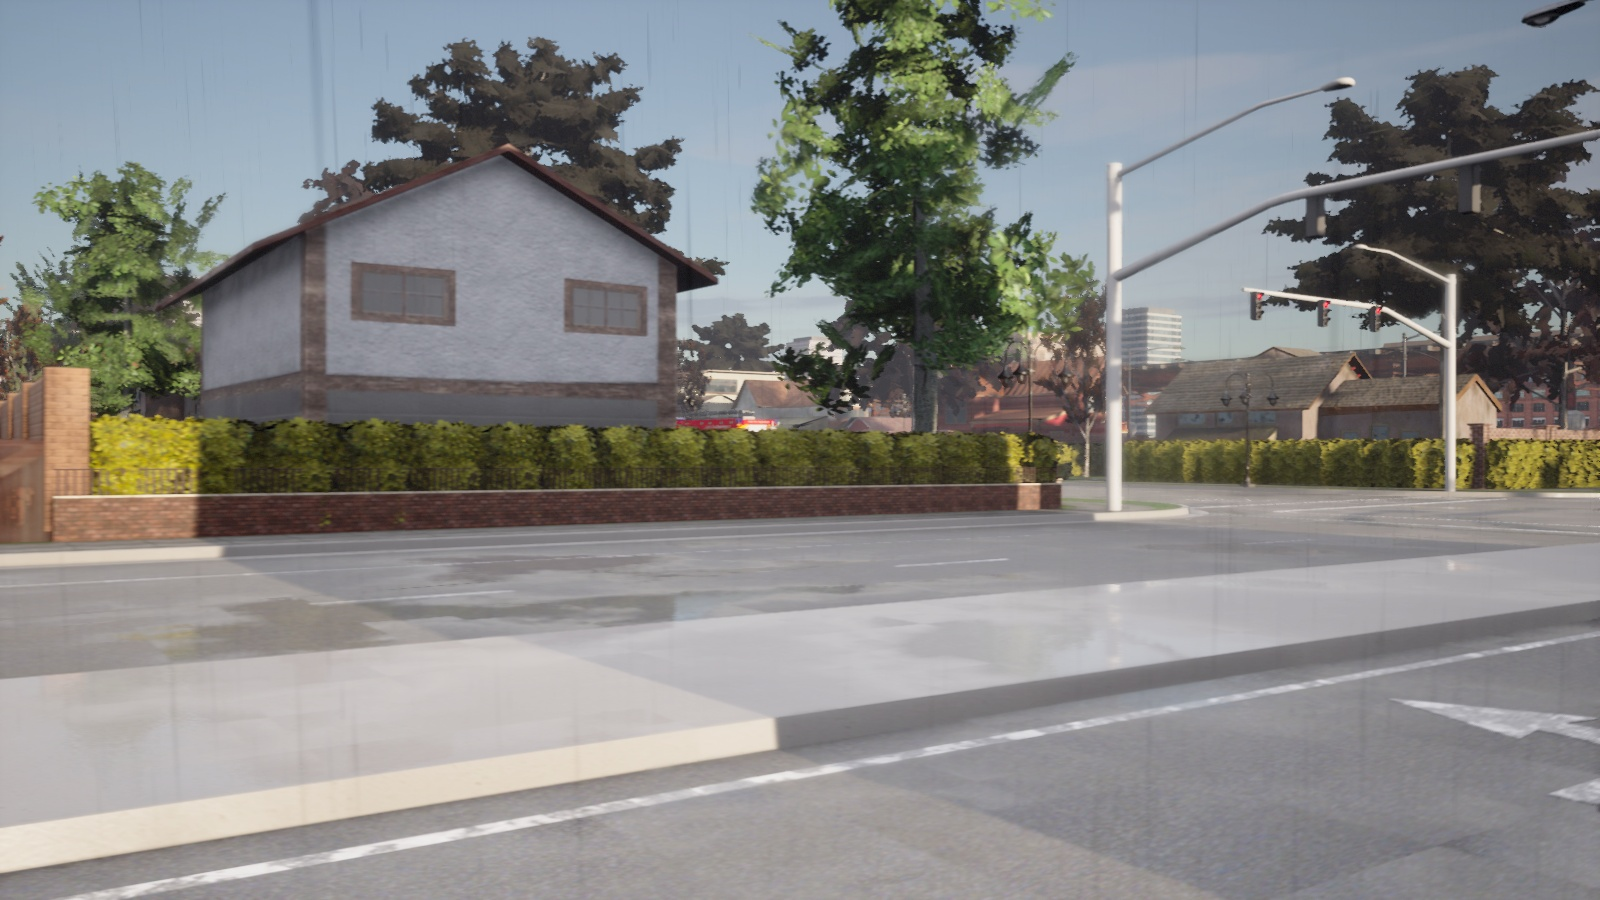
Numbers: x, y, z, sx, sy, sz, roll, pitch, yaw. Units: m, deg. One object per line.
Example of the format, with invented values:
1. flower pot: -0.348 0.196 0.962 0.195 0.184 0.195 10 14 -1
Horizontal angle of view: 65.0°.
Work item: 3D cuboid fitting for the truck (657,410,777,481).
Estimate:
1. truck: -4.897 -0.233 72.148 2.891 3.827 8.468 0 0 -35
